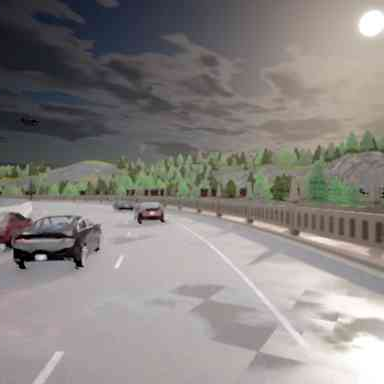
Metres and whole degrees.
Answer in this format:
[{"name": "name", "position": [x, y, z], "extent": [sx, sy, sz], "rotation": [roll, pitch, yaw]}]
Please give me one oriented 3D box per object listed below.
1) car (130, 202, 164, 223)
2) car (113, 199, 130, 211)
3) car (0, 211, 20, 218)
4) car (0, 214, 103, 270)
[{"name": "car", "position": [-3.370, 1.519, 25.711], "extent": [2.163, 1.488, 4.792], "rotation": [0, 0, -14]}, {"name": "car", "position": [-8.464, 1.605, 40.895], "extent": [1.994, 1.385, 4.181], "rotation": [0, 0, -23]}, {"name": "car", "position": [-8.203, 1.571, 14.493], "extent": [1.812, 1.442, 4.674], "rotation": [0, 0, -9]}, {"name": "car", "position": [-4.234, 1.514, 11.173], "extent": [2.128, 1.511, 4.902], "rotation": [0, 0, -6]}]
